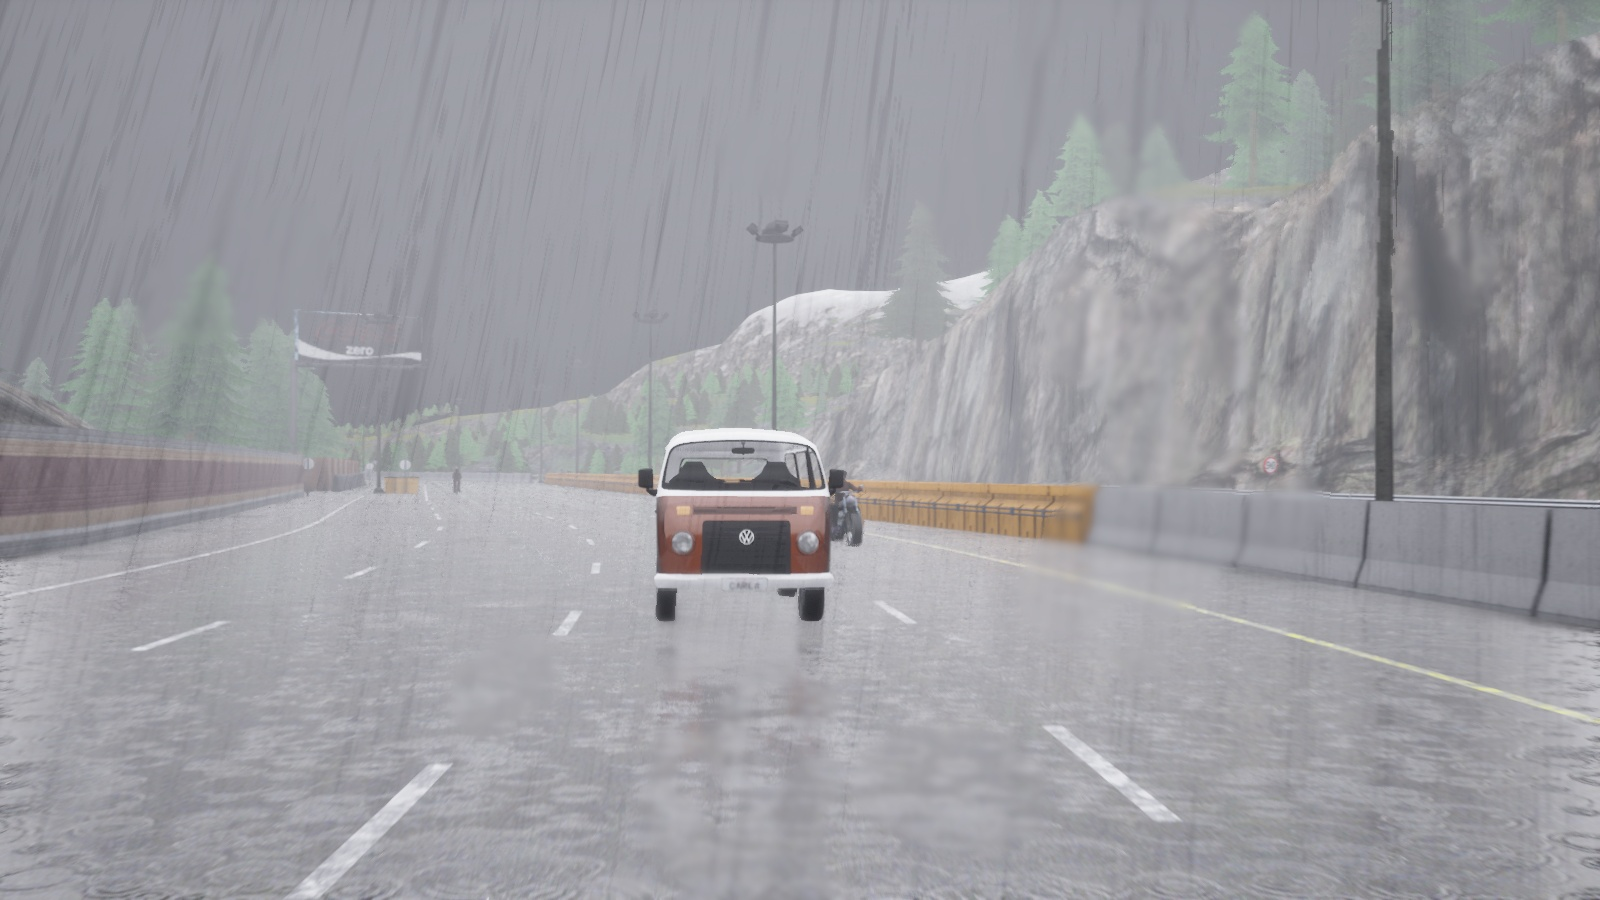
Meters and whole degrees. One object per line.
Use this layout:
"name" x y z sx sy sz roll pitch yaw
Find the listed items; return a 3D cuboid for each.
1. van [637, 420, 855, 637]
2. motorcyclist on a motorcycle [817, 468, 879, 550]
"van" -0.750 0.780 14.165 2.069 2.038 4.480 0 -1 -6
"motorcyclist on a motorcycle" 0.993 1.205 26.536 0.766 1.649 2.350 -1 -1 -11
